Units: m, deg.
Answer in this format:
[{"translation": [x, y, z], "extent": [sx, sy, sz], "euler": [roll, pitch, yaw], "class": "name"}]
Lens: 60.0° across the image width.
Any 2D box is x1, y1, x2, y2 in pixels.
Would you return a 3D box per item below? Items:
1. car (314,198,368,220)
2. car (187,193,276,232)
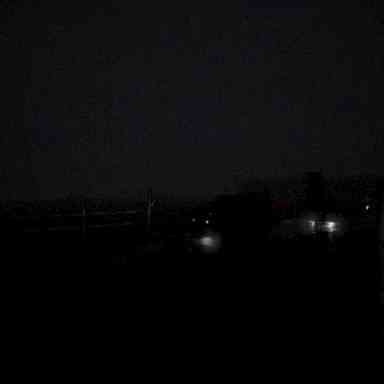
[{"translation": [11.198, 1.223, 24.917], "extent": [4.892, 1.490, 1.837], "euler": [-1, -1, -32], "class": "car"}, {"translation": [2.406, 1.106, 19.358], "extent": [5.566, 2.045, 2.150], "euler": [-1, -1, -32], "class": "car"}]
